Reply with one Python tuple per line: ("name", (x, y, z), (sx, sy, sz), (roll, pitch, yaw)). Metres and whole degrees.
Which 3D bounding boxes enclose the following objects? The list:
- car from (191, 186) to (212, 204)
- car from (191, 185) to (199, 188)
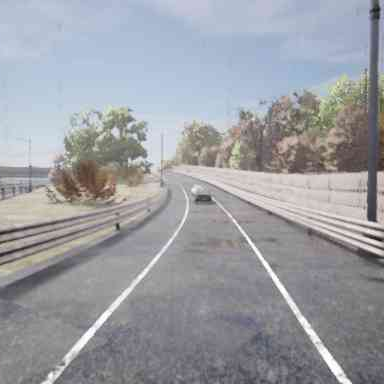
("car", (1.262, 0.487, 38.785), (1.882, 1.535, 5.008), (0, 4, -2))
("car", (0.864, -0.260, 49.873), (1.812, 1.442, 4.674), (0, 5, -3))
